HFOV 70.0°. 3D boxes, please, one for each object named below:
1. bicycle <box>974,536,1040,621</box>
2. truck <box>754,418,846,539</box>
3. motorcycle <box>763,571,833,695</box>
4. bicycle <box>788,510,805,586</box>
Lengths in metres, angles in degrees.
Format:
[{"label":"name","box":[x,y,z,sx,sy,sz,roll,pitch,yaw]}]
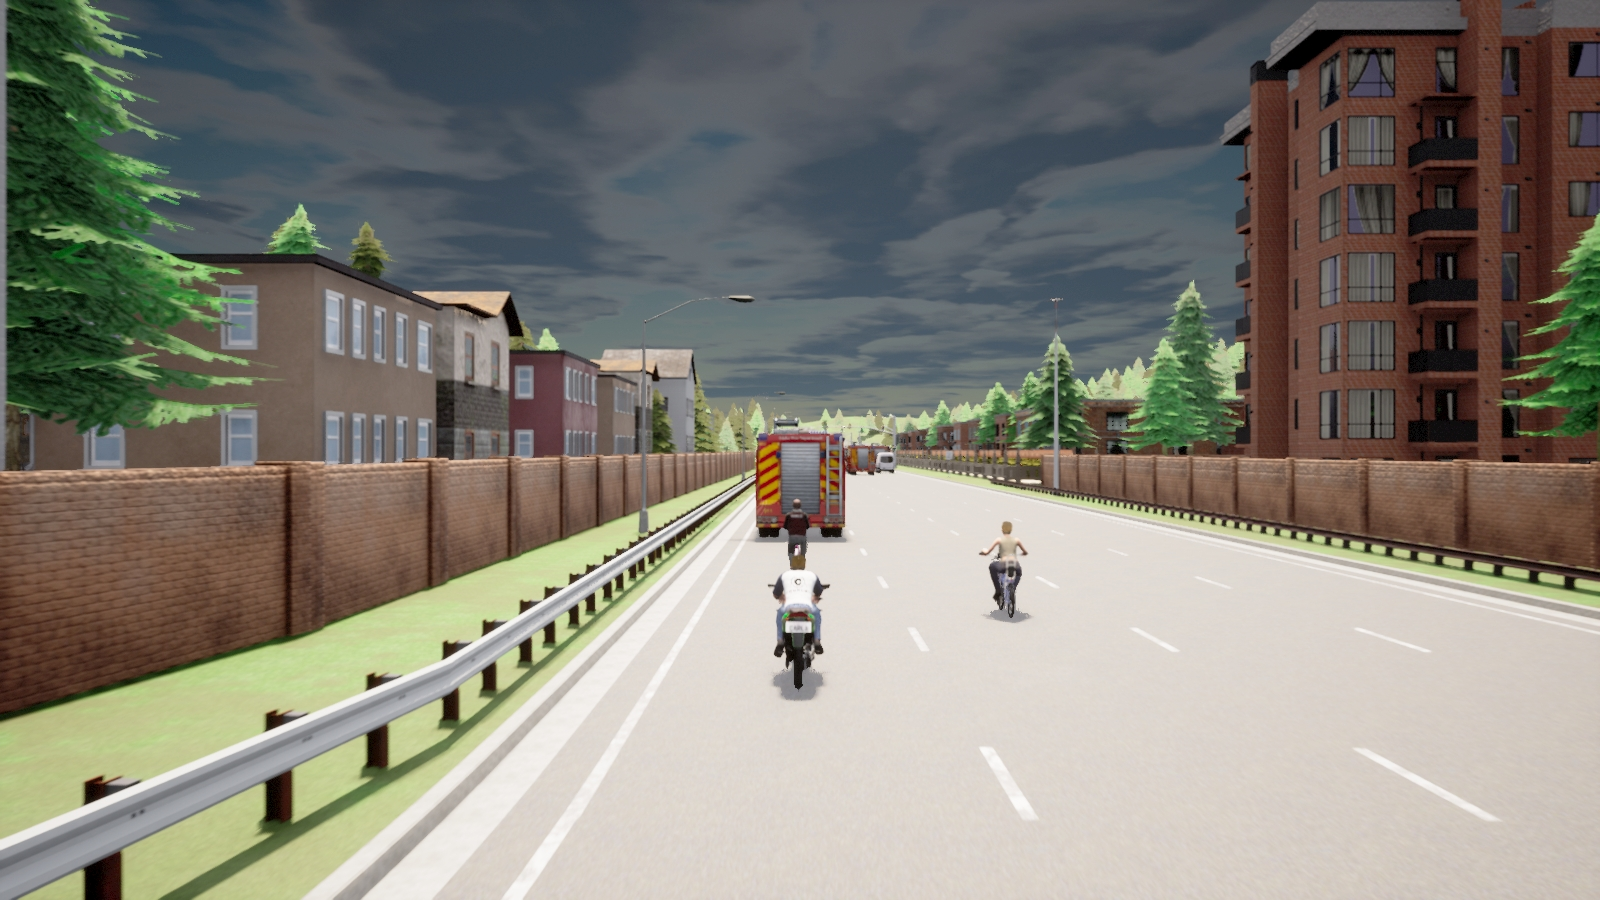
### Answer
[{"label":"bicycle","box":[3.505,2.166,19.468,0.859,1.277,1.487,0,0,0]},{"label":"truck","box":[0.006,0.906,40.308,2.891,3.827,8.468,0,0,0]},{"label":"motorcycle","box":[-0.016,2.192,14.014,0.803,1.199,2.033,0,0,0]},{"label":"bicycle","box":[-0.064,2.070,24.478,0.329,1.471,1.835,0,0,1]}]
